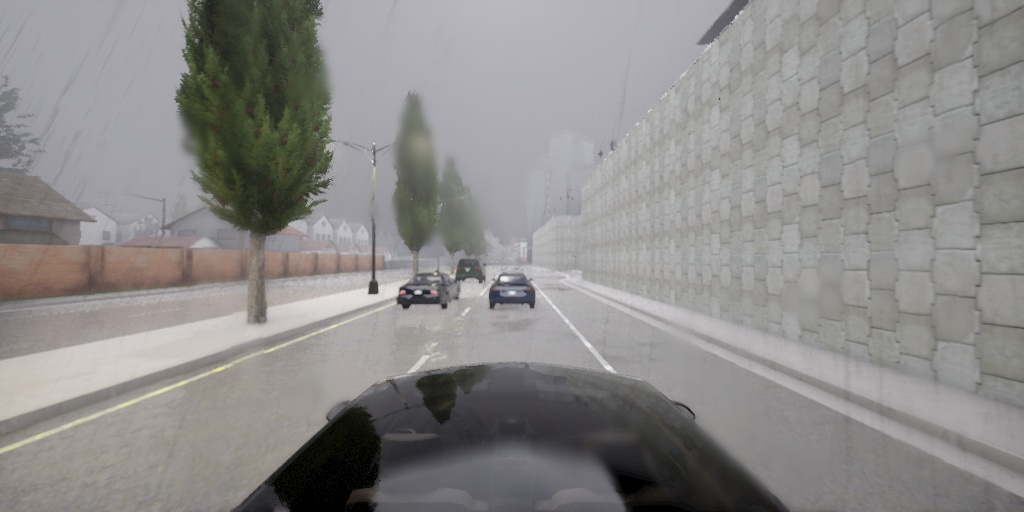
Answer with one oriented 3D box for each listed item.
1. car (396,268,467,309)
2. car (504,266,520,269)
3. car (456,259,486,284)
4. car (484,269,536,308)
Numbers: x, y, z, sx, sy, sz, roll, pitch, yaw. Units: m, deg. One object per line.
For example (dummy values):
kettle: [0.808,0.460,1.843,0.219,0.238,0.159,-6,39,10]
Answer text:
car: [-3.491,1.431,15.847,2.033,1.411,5.357,0,-1,0]
car: [0.034,1.557,31.226,1.812,1.442,4.674,0,0,1]
car: [-3.482,1.236,30.884,2.150,2.045,5.566,0,0,0]
car: [0.012,1.452,16.187,1.994,1.385,4.181,0,0,0]
